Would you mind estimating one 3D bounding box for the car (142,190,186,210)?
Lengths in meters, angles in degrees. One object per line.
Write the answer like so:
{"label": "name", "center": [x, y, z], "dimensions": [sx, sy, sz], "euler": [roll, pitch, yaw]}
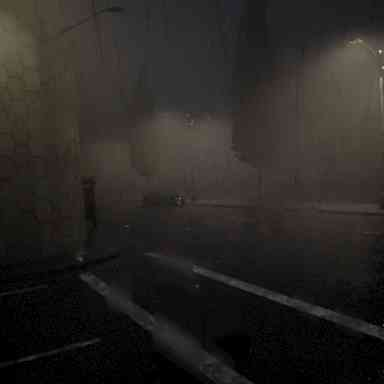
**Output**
{"label": "car", "center": [-2.443, 0.603, 27.905], "dimensions": [2.128, 1.511, 4.902], "euler": [-6, 3, -35]}
